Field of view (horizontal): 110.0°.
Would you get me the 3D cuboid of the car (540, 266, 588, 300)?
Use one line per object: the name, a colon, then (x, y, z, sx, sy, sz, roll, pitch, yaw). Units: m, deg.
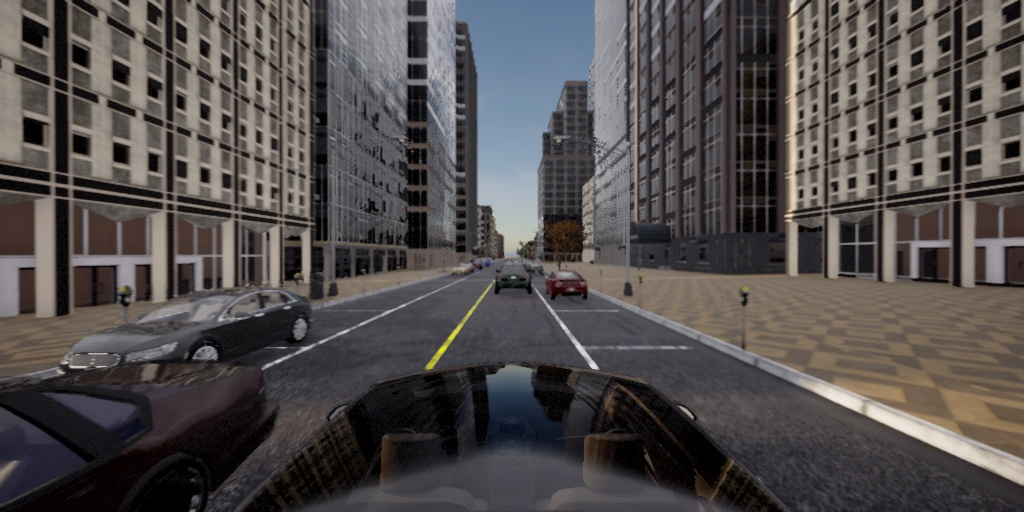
car: (2.674, 1.373, 18.335, 1.888, 1.381, 4.507, 0, 0, 0)

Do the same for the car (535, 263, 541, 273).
car: (2.651, 1.484, 40.906, 2.007, 1.370, 4.403, 0, 0, 0)

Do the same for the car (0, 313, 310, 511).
car: (-3.096, 1.296, 0.969, 2.033, 1.411, 5.357, 0, 0, 0)

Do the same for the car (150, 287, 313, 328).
car: (-5.695, 1.330, 7.030, 2.007, 1.370, 4.403, 0, 0, 0)

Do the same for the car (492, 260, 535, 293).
car: (0.076, 1.197, 21.646, 2.097, 1.767, 4.553, 0, 0, 0)

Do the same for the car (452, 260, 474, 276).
car: (-5.729, 1.464, 40.709, 1.751, 1.417, 4.829, 0, 0, 0)

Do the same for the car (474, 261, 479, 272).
car: (-5.735, 1.546, 46.520, 1.802, 1.307, 4.207, 0, 0, 0)

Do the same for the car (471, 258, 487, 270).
car: (-5.747, 1.328, 57.803, 2.192, 1.841, 5.009, 0, 0, 0)
